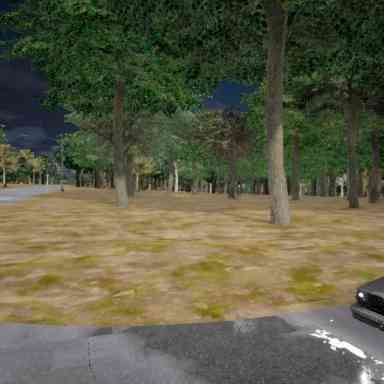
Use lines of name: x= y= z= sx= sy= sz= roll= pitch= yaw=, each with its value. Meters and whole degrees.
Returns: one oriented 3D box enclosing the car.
car: x=5.286 y=1.551 z=5.394 sx=5.357 sy=1.411 sz=2.033 roll=0 pitch=0 yaw=-19
